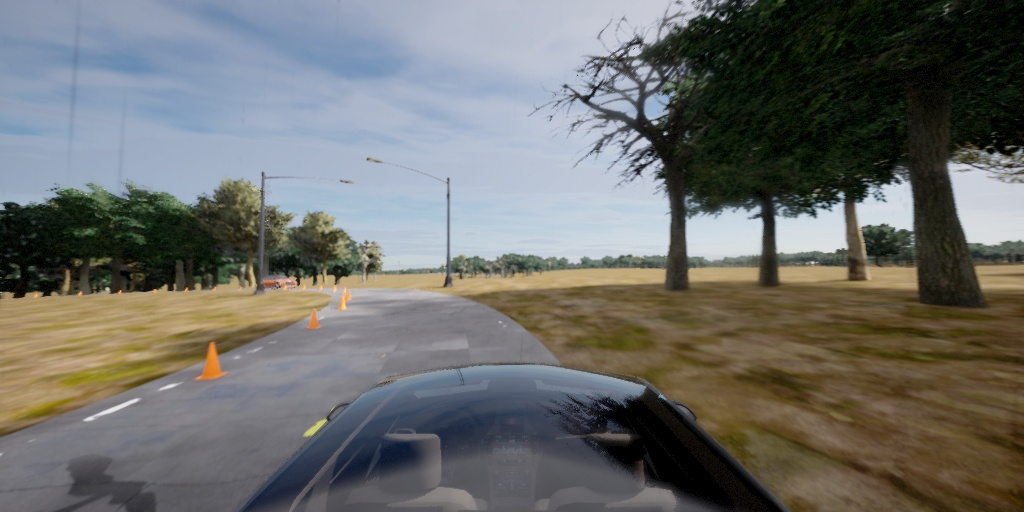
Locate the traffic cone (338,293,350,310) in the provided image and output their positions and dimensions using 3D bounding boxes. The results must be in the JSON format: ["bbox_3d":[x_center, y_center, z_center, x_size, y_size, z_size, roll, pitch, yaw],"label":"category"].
[{"bbox_3d":[-7.281,1.996,15.437,0.340,0.580,0.340,0,0,-19],"label":"traffic cone"}]

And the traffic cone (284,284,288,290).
[{"bbox_3d":[-23.868,3.261,37.778,0.340,0.580,0.340,0,0,35],"label":"traffic cone"}]

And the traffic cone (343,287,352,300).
[{"bbox_3d":[-9.018,2.144,19.821,0.340,0.580,0.340,0,0,-25],"label":"traffic cone"}]

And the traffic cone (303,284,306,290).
[{"bbox_3d":[-20.176,2.994,34.852,0.340,0.580,0.340,0,0,41],"label":"traffic cone"}]

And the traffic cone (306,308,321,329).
[{"bbox_3d":[-6.012,1.881,10.894,0.340,0.580,0.340,0,0,-13],"label":"traffic cone"}]

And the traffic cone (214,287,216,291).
[{"bbox_3d":[-36.477,4.002,44.043,0.340,0.580,0.340,0,0,18],"label":"traffic cone"}]

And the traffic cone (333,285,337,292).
[{"bbox_3d":[-13.809,2.522,27.925,0.340,0.580,0.340,0,0,-37],"label":"traffic cone"}]

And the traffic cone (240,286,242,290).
[{"bbox_3d":[-32.062,3.776,42.398,0.340,0.580,0.340,0,0,23],"label":"traffic cone"}]

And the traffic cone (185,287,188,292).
[{"bbox_3d":[-41.040,4.213,45.219,0.340,0.580,0.340,0,0,12],"label":"traffic cone"}]

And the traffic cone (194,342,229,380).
[{"bbox_3d":[-5.221,1.800,6.242,0.340,0.580,0.340,0,0,-7],"label":"traffic cone"}]

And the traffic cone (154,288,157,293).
[{"bbox_3d":[-45.702,4.414,45.913,0.340,0.580,0.340,0,0,6],"label":"traffic cone"}]

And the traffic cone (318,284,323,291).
[{"bbox_3d":[-16.812,2.748,31.555,0.340,0.580,0.340,0,0,-43],"label":"traffic cone"}]

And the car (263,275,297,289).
[{"bbox_3d":[-27.703,3.066,42.653,4.553,1.767,2.097,-3,-4,27],"label":"car"}]
